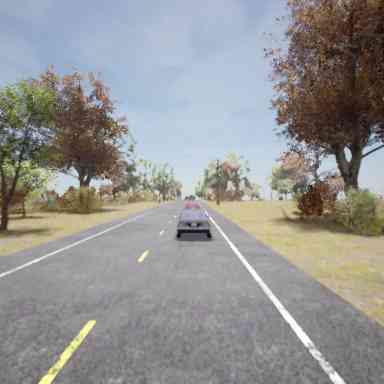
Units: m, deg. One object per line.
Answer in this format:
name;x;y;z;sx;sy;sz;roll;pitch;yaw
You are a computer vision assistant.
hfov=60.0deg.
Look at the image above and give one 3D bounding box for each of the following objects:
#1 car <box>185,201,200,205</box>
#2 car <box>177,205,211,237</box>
car;0.091;1.858;41.476;1.994;1.385;4.181;0;0;0
car;0.095;1.665;18.864;2.033;1.411;5.357;0;0;0
